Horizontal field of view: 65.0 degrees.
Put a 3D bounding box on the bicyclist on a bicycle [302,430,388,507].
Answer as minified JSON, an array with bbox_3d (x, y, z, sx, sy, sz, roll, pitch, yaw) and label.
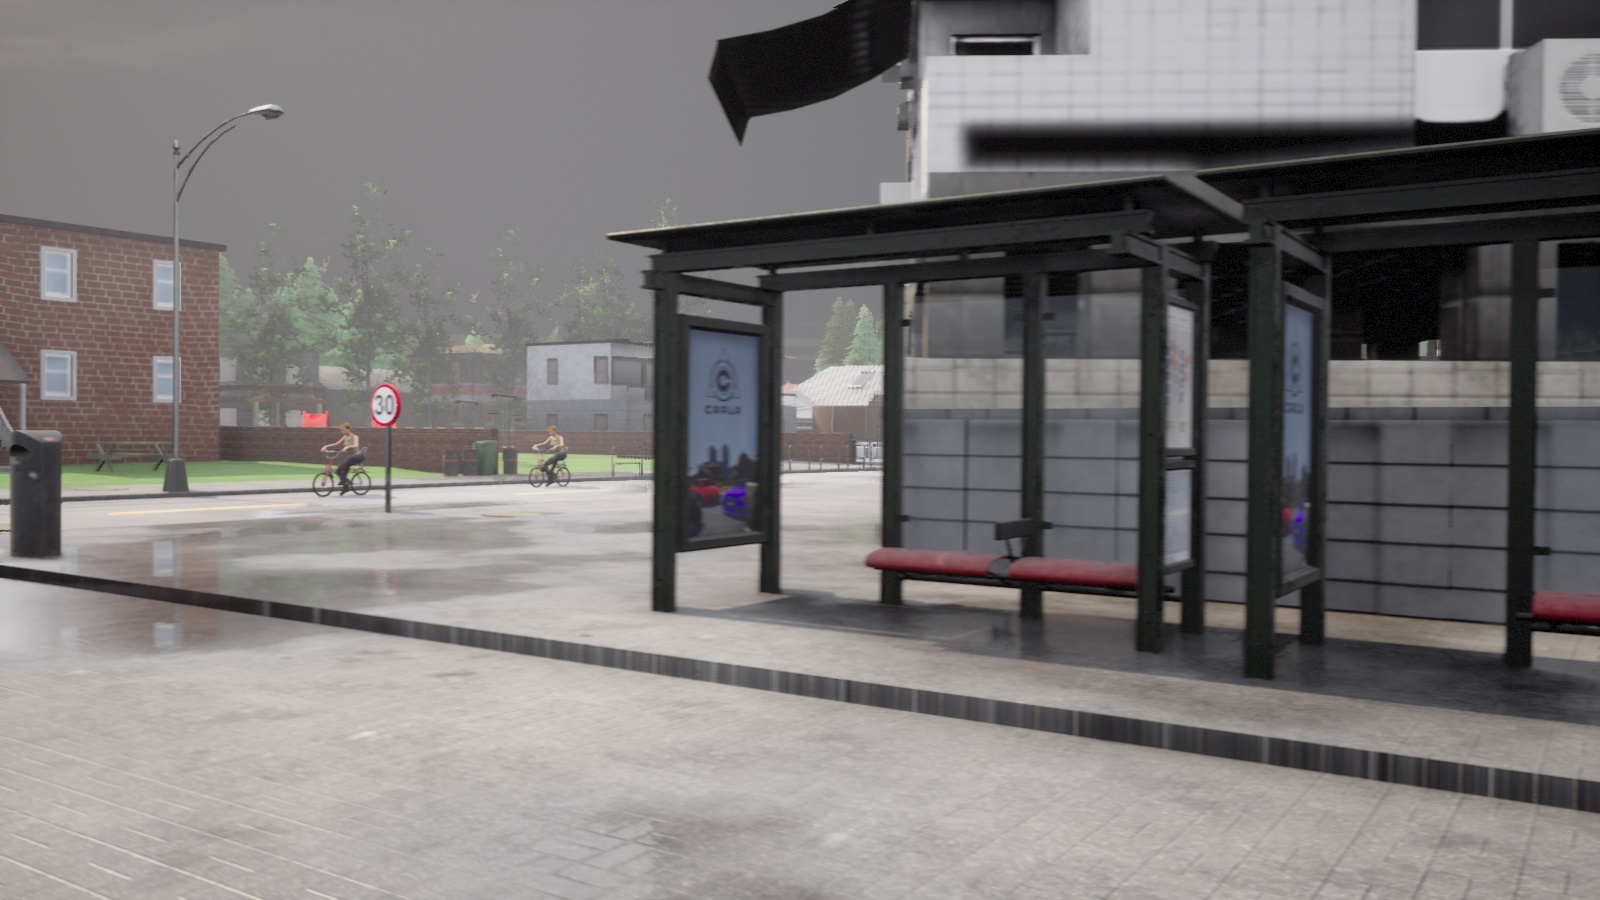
[{"bbox_3d":[-9.880,0.388,27.289,0.866,1.612,1.509,0,1,33],"label":"bicyclist on a bicycle"}]

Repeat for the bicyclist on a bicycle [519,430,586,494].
[{"bbox_3d":[-6.405,0.284,32.531,0.866,1.612,1.509,0,1,33],"label":"bicyclist on a bicycle"}]
